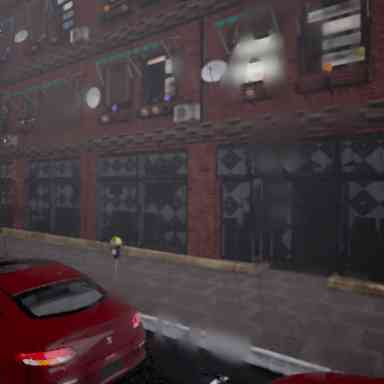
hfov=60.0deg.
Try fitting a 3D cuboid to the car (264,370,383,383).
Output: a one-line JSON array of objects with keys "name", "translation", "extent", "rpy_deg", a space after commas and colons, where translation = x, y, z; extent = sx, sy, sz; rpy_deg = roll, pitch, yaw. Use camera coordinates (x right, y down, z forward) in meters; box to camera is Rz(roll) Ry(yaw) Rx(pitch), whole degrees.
[{"name": "car", "translation": [2.045, 1.583, 1.252], "extent": [4.206, 1.307, 1.802], "rpy_deg": [0, 1, 36]}]

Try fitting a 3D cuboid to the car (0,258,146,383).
[{"name": "car", "translation": [-2.472, 1.579, 4.476], "extent": [4.206, 1.307, 1.802], "rpy_deg": [0, 1, 36]}]
